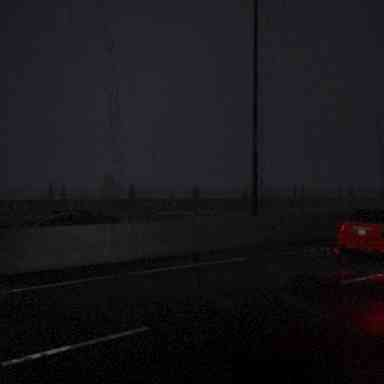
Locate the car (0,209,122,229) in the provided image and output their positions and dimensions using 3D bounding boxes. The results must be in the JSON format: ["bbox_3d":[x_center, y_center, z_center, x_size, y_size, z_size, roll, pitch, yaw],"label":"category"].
[{"bbox_3d":[-5.108,1.448,12.949,4.902,1.511,2.128,0,0,-33],"label":"car"}]

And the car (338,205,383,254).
[{"bbox_3d":[7.461,1.337,11.908,4.553,1.767,2.097,0,0,-28],"label":"car"}]

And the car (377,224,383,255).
[{"bbox_3d":[6.608,1.499,7.532,4.892,1.490,1.837,0,0,-29],"label":"car"}]
